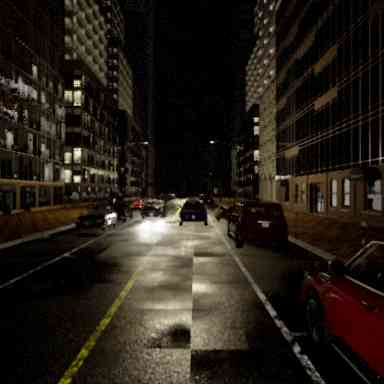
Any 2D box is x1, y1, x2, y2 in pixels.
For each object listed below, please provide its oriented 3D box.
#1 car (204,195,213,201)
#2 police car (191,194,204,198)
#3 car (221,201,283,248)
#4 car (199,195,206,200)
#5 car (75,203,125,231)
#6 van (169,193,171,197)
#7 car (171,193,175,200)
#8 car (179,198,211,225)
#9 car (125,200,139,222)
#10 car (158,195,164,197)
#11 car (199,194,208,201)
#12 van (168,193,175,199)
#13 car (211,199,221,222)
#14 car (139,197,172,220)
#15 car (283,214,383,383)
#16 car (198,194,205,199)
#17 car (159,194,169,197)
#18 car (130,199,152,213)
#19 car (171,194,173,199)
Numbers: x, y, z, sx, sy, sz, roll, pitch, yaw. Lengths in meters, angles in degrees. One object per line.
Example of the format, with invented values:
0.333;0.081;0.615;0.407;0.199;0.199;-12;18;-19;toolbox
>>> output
2.688;1.477;54.406;1.947;1.339;4.313;0;0;0;car
0.096;1.361;41.780;1.930;1.638;5.238;0;0;0;police car
2.692;1.297;14.561;2.192;1.841;5.009;0;0;0;car
2.684;1.416;88.558;1.802;1.307;4.206;0;0;0;car
-5.690;1.524;20.265;2.008;1.369;4.403;0;0;0;car
-5.693;1.228;65.803;1.690;1.788;3.998;0;0;0;van
-5.696;1.274;88.570;1.967;1.590;4.097;0;0;0;car
0.097;1.445;23.713;1.882;1.535;5.008;0;0;0;car
-5.691;1.530;25.957;1.947;1.339;4.313;0;0;0;car
-5.693;1.473;48.726;2.008;1.369;4.403;0;0;0;car
2.686;1.302;77.173;1.967;1.590;4.097;0;0;0;car
-5.695;1.161;94.263;1.690;1.788;3.998;0;0;0;van
2.690;1.489;26.115;1.752;1.417;4.829;0;0;0;car
-3.102;1.452;28.011;2.128;1.511;4.902;0;0;0;car
2.693;1.311;3.176;2.192;1.841;5.009;0;0;0;car
2.684;1.345;94.420;1.752;1.417;4.829;0;0;0;car
-5.694;1.444;60.110;1.887;1.381;4.507;0;0;0;car
-5.691;1.526;37.340;1.802;1.307;4.206;0;0;0;car
-5.695;1.457;71.495;1.802;1.307;4.206;0;0;0;car
